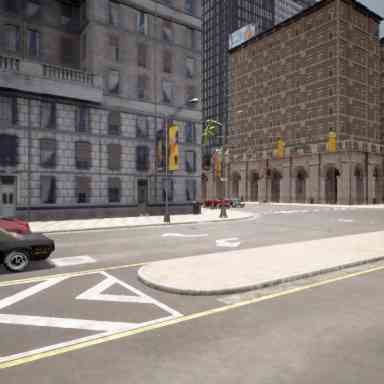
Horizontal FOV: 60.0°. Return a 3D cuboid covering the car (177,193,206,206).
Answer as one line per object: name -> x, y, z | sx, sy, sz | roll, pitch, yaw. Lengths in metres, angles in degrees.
car -> -0.147, 1.223, 57.512 | 2.150, 2.045, 5.566 | 0, 0, -34

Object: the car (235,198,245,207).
car -> 5.730, 1.491, 49.062 | 2.128, 1.511, 4.902 | 0, 0, -35

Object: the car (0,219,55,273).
car -> -6.480, 1.601, 9.221 | 4.718, 1.301, 1.895 | 0, 0, -35

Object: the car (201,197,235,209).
car -> 3.299, 1.478, 46.432 | 1.882, 1.535, 5.008 | 0, 0, -35

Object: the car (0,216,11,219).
car -> -8.424, 1.526, 12.126 | 4.674, 1.442, 1.812 | 0, 0, -35
